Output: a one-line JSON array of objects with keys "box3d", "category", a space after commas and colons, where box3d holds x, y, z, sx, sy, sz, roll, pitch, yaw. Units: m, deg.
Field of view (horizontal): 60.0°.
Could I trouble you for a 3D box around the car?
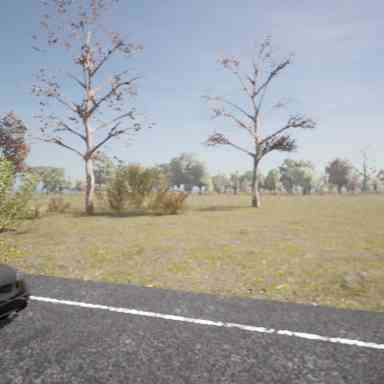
[{"box3d": [-4.940, 1.554, 5.713, 4.181, 1.385, 1.994, 0, 0, 20], "category": "car"}]
